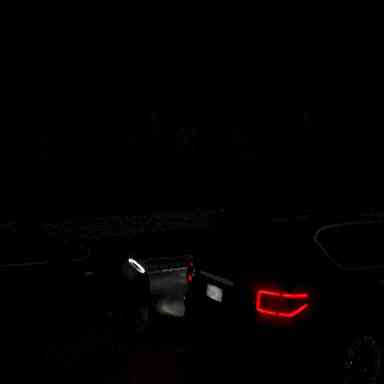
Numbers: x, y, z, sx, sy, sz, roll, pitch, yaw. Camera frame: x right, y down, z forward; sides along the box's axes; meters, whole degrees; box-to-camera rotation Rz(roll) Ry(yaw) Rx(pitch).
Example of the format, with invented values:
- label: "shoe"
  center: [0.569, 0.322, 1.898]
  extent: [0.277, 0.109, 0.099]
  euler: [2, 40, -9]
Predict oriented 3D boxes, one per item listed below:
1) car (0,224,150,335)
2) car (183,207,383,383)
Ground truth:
- label: "car"
  center: [-3.012, 1.340, 5.717]
  extent: [4.553, 1.767, 2.097]
  euler: [1, 0, -34]
- label: "car"
  center: [2.545, 1.261, 5.161]
  extent: [5.566, 2.045, 2.150]
  euler: [1, 0, -31]
